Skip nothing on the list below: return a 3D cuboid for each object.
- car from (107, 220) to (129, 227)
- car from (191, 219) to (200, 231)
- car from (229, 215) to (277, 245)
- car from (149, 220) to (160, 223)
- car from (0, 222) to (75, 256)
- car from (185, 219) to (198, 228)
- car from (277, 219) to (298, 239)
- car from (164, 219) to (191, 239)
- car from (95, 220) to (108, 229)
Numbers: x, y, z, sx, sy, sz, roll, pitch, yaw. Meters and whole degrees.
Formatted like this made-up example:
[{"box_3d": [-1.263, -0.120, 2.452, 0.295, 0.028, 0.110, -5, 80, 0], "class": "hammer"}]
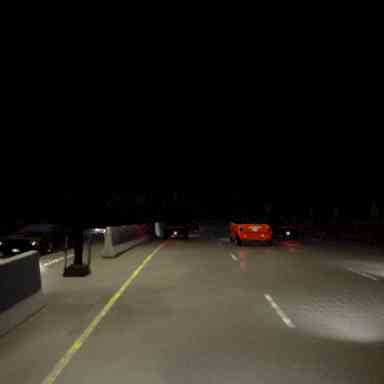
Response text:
[{"box_3d": [-10.597, 4.901, 49.138, 1.895, 1.301, 4.718, 0, -5, 0], "class": "car"}, {"box_3d": [0.000, 4.477, 45.485, 1.882, 1.535, 5.008, 0, -5, 1], "class": "car"}, {"box_3d": [3.591, 2.341, 21.060, 2.097, 1.767, 4.553, 0, -5, 0], "class": "car"}, {"box_3d": [-6.883, 5.976, 62.857, 2.033, 1.411, 5.357, 0, -5, 2], "class": "car"}, {"box_3d": [-7.108, 2.150, 16.045, 2.033, 1.411, 5.357, 0, -4, 0], "class": "car"}, {"box_3d": [-0.023, 5.509, 57.854, 2.128, 1.511, 4.902, 0, -5, 2], "class": "car"}, {"box_3d": [7.088, 2.981, 26.972, 1.837, 1.490, 4.892, 0, -5, 0], "class": "car"}, {"box_3d": [-1.237, 2.982, 26.969, 1.837, 1.490, 4.892, 0, -5, 0], "class": "car"}, {"box_3d": [-14.076, 5.217, 53.443, 1.994, 1.385, 4.181, 0, -5, 0], "class": "car"}]
